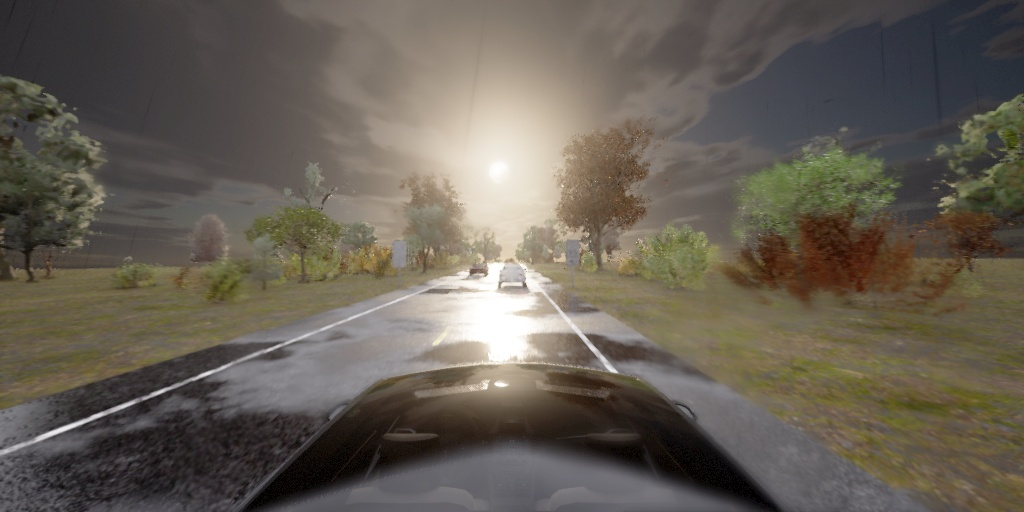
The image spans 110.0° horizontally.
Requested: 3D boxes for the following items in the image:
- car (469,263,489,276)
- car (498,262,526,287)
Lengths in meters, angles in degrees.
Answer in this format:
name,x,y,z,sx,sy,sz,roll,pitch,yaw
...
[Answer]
name,x,y,z,sx,sy,sz,roll,pitch,yaw
car,-3.510,1.439,38.714,1.895,1.301,4.718,0,0,0
car,0.015,1.306,24.558,1.812,1.442,4.674,0,0,1
